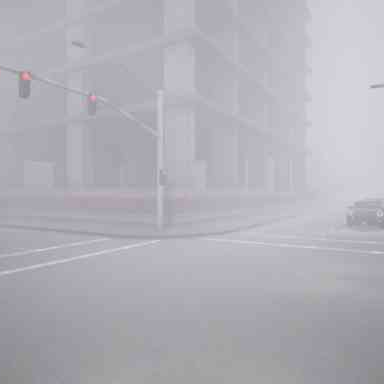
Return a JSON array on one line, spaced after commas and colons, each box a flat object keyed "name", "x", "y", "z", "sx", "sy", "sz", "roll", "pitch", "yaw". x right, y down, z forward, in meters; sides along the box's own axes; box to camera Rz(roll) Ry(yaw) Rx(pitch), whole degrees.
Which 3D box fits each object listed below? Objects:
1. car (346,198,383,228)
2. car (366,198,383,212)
[{"name": "car", "x": 11.569, "y": 1.328, "z": 22.006, "sx": 2.097, "sy": 1.767, "sz": 4.553, "roll": 0, "pitch": 0, "yaw": 31}, {"name": "car", "x": 22.087, "y": 1.469, "z": 39.657, "sx": 2.128, "sy": 1.511, "sz": 4.902, "roll": 0, "pitch": 0, "yaw": 31}]
